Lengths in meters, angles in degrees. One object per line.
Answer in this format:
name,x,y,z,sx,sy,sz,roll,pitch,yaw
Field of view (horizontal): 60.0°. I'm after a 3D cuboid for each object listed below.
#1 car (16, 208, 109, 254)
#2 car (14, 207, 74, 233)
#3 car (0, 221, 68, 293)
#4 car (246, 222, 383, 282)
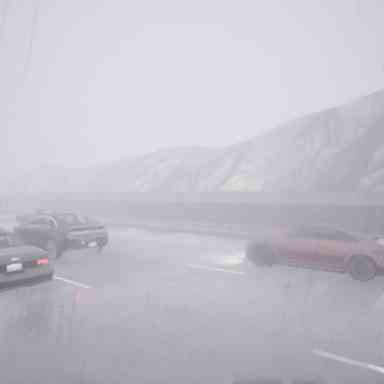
car,-5.185,1.554,12.723,4.902,1.511,2.128,0,0,40
car,-9.644,1.705,21.495,4.718,1.301,1.895,0,0,44
car,-5.553,1.587,8.407,5.357,1.411,2.033,0,0,40
car,3.752,1.621,10.045,4.181,1.385,1.994,0,0,36
